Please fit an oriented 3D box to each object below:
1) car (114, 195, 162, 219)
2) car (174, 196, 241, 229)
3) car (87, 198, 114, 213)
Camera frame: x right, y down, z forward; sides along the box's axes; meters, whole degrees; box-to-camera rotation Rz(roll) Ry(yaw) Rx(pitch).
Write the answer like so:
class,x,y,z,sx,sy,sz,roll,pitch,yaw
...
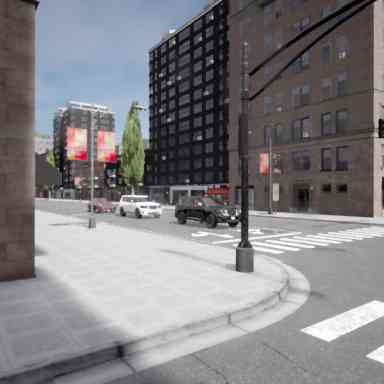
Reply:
class,x,y,z,sx,sy,sz,roll,pitch,yaw
car,-4.935,1.324,31.034,2.150,2.045,5.566,0,0,-36
car,0.936,1.285,22.901,2.150,2.045,5.566,0,0,-36
car,-10.595,1.492,38.885,2.097,1.767,4.553,0,0,-36
